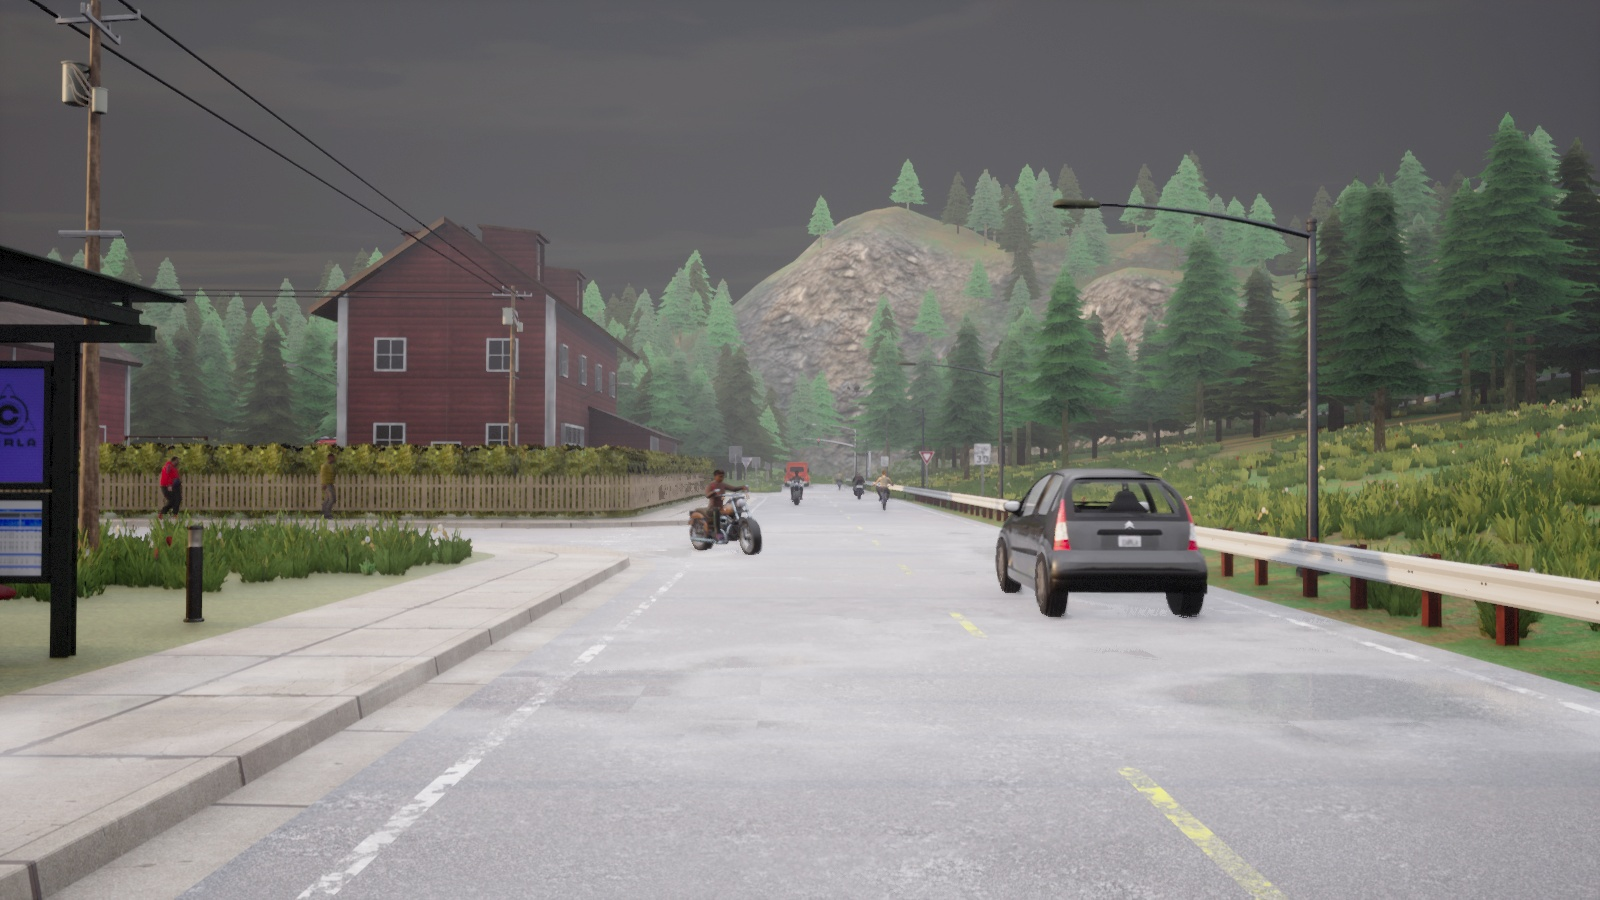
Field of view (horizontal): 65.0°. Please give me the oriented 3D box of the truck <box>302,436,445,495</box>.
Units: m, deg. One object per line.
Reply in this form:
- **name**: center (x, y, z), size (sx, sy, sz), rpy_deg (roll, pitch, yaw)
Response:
- **truck**: center (-28.171, 1.029, 83.205), size (8.468, 3.827, 2.891), rpy_deg (0, -1, 0)

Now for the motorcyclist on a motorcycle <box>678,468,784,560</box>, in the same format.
- **motorcyclist on a motorcycle**: center (-1.328, 1.173, 23.813), size (0.766, 1.649, 2.350), rpy_deg (-2, 0, -38)

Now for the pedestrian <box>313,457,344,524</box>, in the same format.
- **pedestrian**: center (-13.064, 1.111, 34.802), size (0.709, 1.840, 0.431), rpy_deg (0, -1, 2)

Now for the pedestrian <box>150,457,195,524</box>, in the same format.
- **pedestrian**: center (-17.400, 1.129, 34.828), size (0.899, 1.844, 0.634), rpy_deg (0, -1, 3)

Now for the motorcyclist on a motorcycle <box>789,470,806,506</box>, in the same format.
- **motorcyclist on a motorcycle**: center (-0.136, 1.750, 58.233), size (0.766, 1.649, 2.350), rpy_deg (0, -1, 0)

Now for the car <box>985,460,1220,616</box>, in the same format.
- **car**: center (3.464, 0.955, 15.157), size (1.851, 1.617, 3.988), rpy_deg (0, -1, 0)
